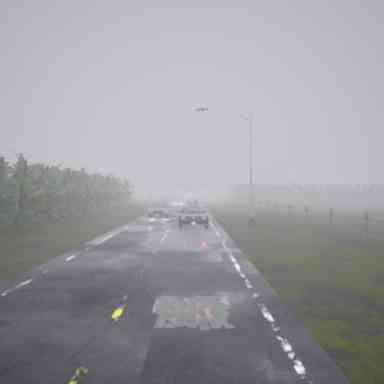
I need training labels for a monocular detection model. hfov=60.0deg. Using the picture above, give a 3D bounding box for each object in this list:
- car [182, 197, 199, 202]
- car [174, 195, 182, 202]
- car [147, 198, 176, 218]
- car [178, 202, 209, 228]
[{"bbox_3d":[0.074,1.515,41.535,2.033,1.411,5.357,0,0,0],"label":"car"},{"bbox_3d":[-2.776,1.418,70.211,2.128,1.511,4.902,0,0,0],"label":"car"},{"bbox_3d":[-2.861,1.530,30.104,2.033,1.411,5.357,0,0,0],"label":"car"},{"bbox_3d":[0.088,1.591,22.057,1.895,1.301,4.718,0,0,0],"label":"car"}]
